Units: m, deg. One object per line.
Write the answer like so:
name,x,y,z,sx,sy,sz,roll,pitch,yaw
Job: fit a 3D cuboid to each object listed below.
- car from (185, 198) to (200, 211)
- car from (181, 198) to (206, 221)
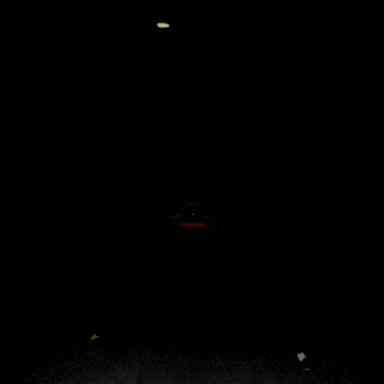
car,0.079,1.570,43.607,1.837,1.490,4.892,0,0,0
car,0.109,1.513,27.461,1.882,1.535,5.008,0,0,0
